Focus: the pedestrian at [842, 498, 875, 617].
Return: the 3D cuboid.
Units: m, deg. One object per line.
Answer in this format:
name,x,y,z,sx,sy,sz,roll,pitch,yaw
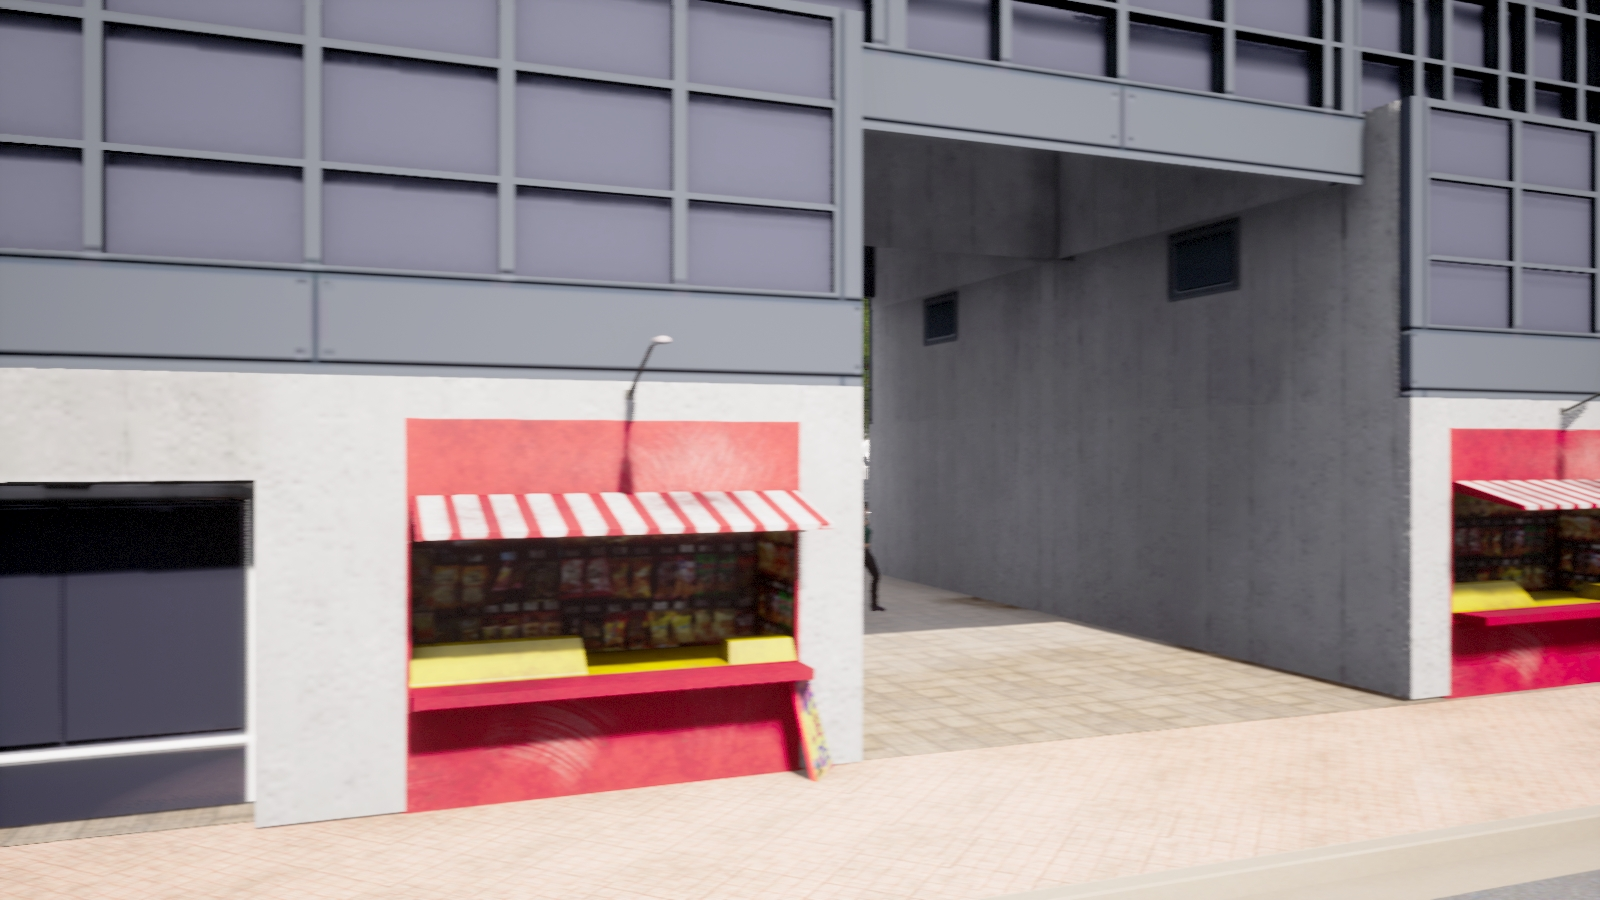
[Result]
pedestrian,0.934,1.698,18.203,0.375,1.860,0.375,0,0,-38
